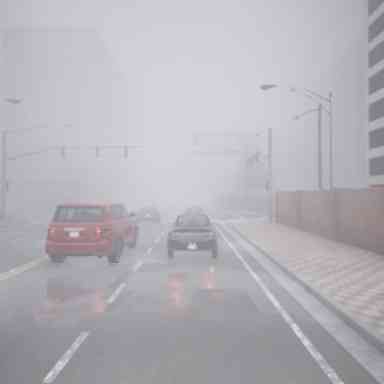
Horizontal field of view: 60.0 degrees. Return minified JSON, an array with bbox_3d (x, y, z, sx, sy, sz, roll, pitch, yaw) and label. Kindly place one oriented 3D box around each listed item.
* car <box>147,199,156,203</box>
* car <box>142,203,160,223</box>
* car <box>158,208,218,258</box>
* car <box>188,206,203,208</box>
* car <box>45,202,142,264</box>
[{"bbox_3d":[-10.441,2.534,85.554,1.895,1.301,4.718,0,-1,0],"label":"car"},{"bbox_3d":[-3.695,1.878,28.410,1.994,1.385,4.181,0,-1,-5],"label":"car"},{"bbox_3d":[0.026,1.642,13.481,2.128,1.511,4.902,0,0,0],"label":"car"},{"bbox_3d":[0.282,1.878,28.452,1.994,1.385,4.181,0,-1,6],"label":"car"},{"bbox_3d":[-3.483,1.364,12.545,2.150,2.045,5.566,0,0,0],"label":"car"}]
